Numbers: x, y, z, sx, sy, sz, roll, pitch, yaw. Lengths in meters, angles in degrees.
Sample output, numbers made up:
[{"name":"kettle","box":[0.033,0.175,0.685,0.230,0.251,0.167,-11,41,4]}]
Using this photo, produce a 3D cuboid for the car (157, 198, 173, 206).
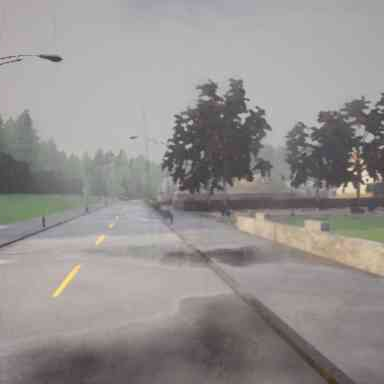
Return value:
[{"name":"car","box":[-5.052,2.037,68.642,2.033,1.415,5.357,-1,-1,40]}]
